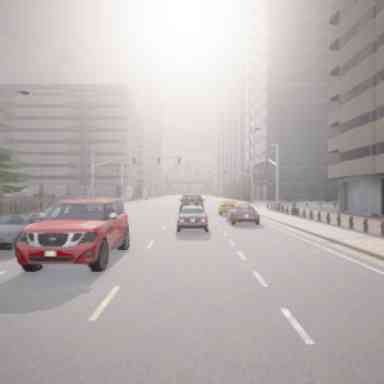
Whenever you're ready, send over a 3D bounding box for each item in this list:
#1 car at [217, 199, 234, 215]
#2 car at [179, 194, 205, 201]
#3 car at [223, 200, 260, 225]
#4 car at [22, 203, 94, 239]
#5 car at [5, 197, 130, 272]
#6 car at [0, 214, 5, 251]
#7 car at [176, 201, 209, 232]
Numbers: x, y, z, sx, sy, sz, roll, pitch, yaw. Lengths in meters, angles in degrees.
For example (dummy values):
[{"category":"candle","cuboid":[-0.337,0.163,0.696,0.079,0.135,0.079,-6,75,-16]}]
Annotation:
[{"category":"car","cuboid":[3.530,1.425,32.738,1.882,1.535,5.008,0,0,1]},{"category":"car","cuboid":[0.001,1.174,30.010,2.150,2.045,5.566,0,0,0]},{"category":"car","cuboid":[3.571,1.526,23.744,1.994,1.385,4.181,0,0,0]},{"category":"car","cuboid":[-7.057,1.450,18.200,1.882,1.535,5.008,0,0,0]},{"category":"car","cuboid":[-3.521,1.208,11.095,2.150,2.045,5.566,0,0,0]},{"category":"car","cuboid":[-7.000,1.544,13.392,1.994,1.385,4.181,0,0,0]},{"category":"car","cuboid":[0.046,1.516,19.761,2.033,1.411,5.357,0,0,0]}]
